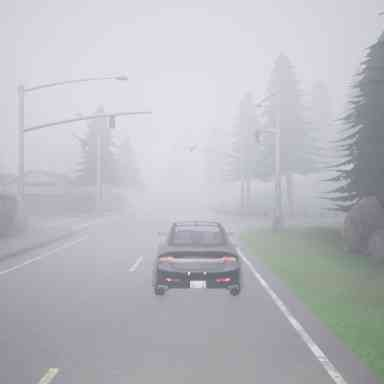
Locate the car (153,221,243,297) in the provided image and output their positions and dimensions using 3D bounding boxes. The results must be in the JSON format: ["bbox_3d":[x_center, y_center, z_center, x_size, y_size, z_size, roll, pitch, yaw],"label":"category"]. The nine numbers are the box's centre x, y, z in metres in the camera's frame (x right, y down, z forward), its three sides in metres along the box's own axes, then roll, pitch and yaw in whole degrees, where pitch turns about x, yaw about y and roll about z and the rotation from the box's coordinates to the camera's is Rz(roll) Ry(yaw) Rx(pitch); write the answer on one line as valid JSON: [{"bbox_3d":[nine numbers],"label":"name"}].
[{"bbox_3d":[0.118,1.492,8.573,2.128,1.511,4.902,0,0,0],"label":"car"}]
